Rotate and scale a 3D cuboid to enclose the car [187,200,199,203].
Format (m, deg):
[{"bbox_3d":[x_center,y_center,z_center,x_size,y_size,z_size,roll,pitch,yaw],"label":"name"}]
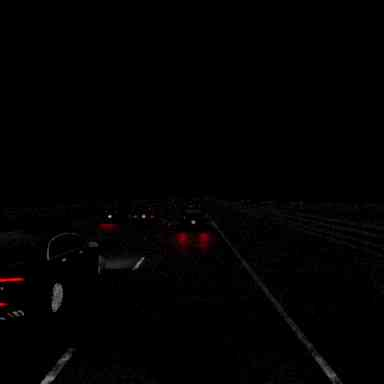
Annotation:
[{"bbox_3d":[0.089,1.826,41.174,2.097,1.767,4.553,0,-1,0],"label":"car"}]

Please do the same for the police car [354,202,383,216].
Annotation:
[{"bbox_3d":[22.859,2.071,41.877,1.930,1.638,5.238,0,-1,-21],"label":"police car"}]

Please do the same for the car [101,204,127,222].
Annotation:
[{"bbox_3d":[-6.904,1.841,30.424,1.837,1.490,4.892,1,0,0],"label":"car"}]

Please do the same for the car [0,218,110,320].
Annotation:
[{"bbox_3d":[-3.402,1.585,7.531,1.837,1.490,4.892,0,-1,0],"label":"car"}]

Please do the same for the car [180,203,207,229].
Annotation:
[{"bbox_3d":[0.093,1.788,23.744,1.812,1.442,4.674,0,-1,0],"label":"car"}]

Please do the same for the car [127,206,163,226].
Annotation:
[{"bbox_3d":[-3.408,1.836,26.053,2.033,1.411,5.357,0,-1,0],"label":"car"}]
